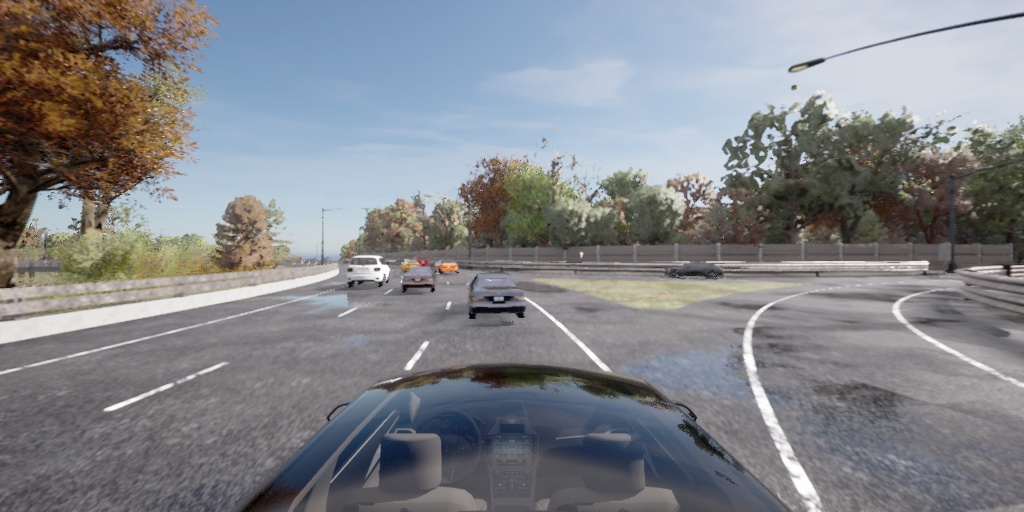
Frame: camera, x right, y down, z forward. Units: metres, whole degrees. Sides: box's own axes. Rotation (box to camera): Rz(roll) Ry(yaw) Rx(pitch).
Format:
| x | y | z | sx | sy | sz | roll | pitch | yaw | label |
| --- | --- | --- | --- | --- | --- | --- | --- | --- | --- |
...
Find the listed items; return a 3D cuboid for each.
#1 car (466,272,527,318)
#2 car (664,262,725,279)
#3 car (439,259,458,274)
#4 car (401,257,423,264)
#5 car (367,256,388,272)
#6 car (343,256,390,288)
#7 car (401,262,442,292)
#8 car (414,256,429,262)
| x | y | z | sx | sy | sz | roll | pitch | yaw | label |
| --- | --- | --- | --- | --- | --- | --- | --- | --- | --- |
| -0.666 | 1.301 | 13.012 | 2.033 | 1.411 | 5.357 | 0 | 0 | -6 | car |
| 15.690 | 1.225 | 31.039 | 4.674 | 1.442 | 1.812 | 0 | 0 | 16 | car |
| -7.747 | 1.133 | 41.711 | 2.097 | 1.767 | 4.553 | 0 | 0 | -21 | car |
| -12.868 | 1.277 | 45.260 | 1.882 | 1.535 | 5.008 | 0 | 0 | -24 | car |
| -18.359 | 1.040 | 48.800 | 2.150 | 2.045 | 5.566 | 0 | 0 | -27 | car |
| -9.737 | 1.008 | 24.590 | 2.150 | 2.045 | 5.566 | 0 | 0 | -13 | car |
| -5.479 | 1.319 | 21.582 | 2.033 | 1.411 | 5.357 | 0 | 0 | -10 | car |
| -14.830 | 1.029 | 56.864 | 2.150 | 2.045 | 5.566 | 0 | 0 | -29 | car |
